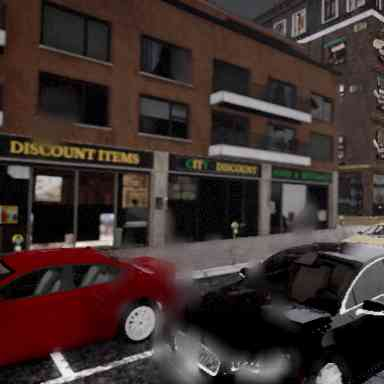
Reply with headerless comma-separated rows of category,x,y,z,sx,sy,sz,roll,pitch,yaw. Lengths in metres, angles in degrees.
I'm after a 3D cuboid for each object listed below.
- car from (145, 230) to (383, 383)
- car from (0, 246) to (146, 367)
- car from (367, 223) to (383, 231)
car,1.980,1.548,4.790,4.892,1.490,1.837,1,0,-35
car,-2.289,1.554,4.908,4.507,1.381,1.887,1,1,-35
car,6.853,1.649,11.423,4.829,1.417,1.752,1,1,-35
